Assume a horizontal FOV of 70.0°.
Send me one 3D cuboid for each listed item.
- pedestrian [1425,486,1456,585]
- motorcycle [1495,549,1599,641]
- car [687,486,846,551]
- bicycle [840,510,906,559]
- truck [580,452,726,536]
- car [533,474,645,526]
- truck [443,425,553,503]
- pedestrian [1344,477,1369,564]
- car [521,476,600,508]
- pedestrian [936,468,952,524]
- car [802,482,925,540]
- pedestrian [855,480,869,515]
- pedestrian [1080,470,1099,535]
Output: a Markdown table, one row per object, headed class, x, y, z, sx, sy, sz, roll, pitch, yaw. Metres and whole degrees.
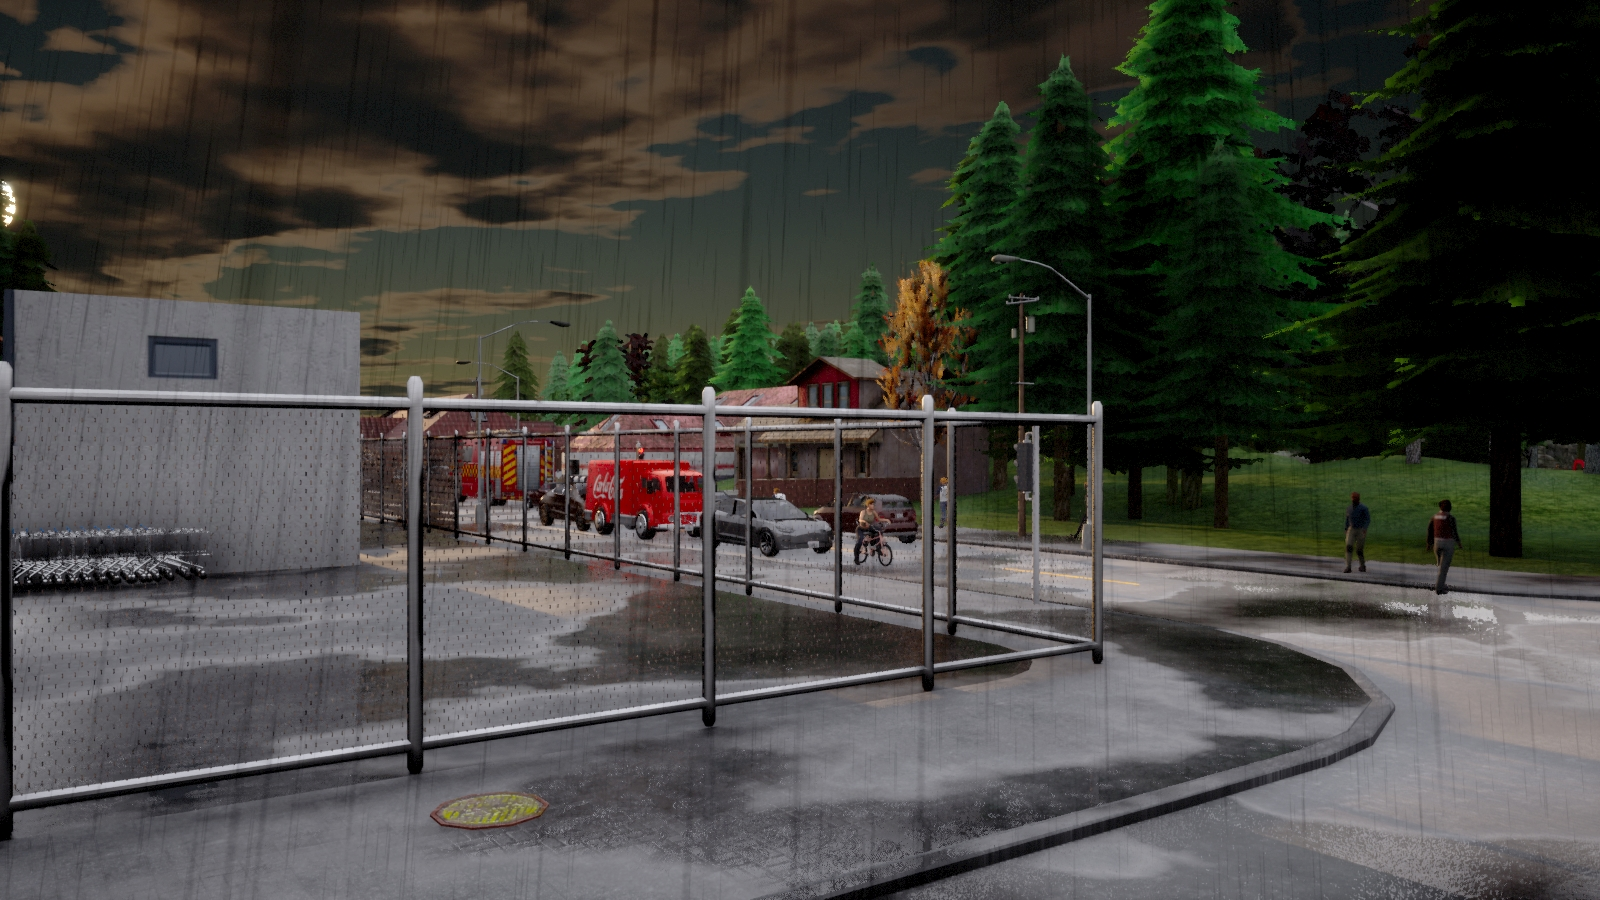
| class | x | y | z | sx | sy | sz | roll | pitch | yaw |
| --- | --- | --- | --- | --- | --- | --- | --- | --- | --- |
| pedestrian | 12.308 | 1.625 | 21.946 | 0.375 | 1.860 | 0.375 | 0 | 0 | -27 |
| motorcycle | 10.746 | 1.989 | 15.666 | 2.033 | 1.145 | 0.803 | -1 | -2 | 33 |
| car | -1.029 | 1.840 | 31.812 | 2.163 | 1.488 | 4.792 | 0 | 0 | -35 |
| bicycle | 1.773 | 2.033 | 27.810 | 0.859 | 1.080 | 1.487 | 0 | 0 | -35 |
| truck | -4.910 | 1.336 | 37.383 | 2.627 | 2.467 | 5.204 | 0 | 0 | -35 |
| car | -7.756 | 1.772 | 41.538 | 2.152 | 1.651 | 5.027 | 0 | 0 | -34 |
| truck | -16.070 | 0.667 | 60.303 | 2.891 | 3.827 | 8.468 | 0 | 0 | -35 |
| pedestrian | 12.099 | 1.520 | 24.832 | 0.375 | 1.860 | 0.375 | 0 | 0 | -40 |
| car | -11.268 | 1.931 | 53.453 | 1.895 | 1.301 | 4.718 | 0 | 0 | -35 |
| pedestrian | 4.821 | 1.520 | 38.213 | 0.375 | 1.860 | 0.375 | 0 | 0 | -22 |
| car | 1.869 | 1.798 | 34.629 | 1.789 | 1.549 | 3.705 | 0 | 0 | -35 |
| pedestrian | 2.341 | 1.801 | 43.319 | 0.375 | 1.300 | 0.375 | 0 | 0 | -33 |
| pedestrian | 8.431 | 1.522 | 33.281 | 0.375 | 1.860 | 0.375 | 0 | 0 | -39 |
